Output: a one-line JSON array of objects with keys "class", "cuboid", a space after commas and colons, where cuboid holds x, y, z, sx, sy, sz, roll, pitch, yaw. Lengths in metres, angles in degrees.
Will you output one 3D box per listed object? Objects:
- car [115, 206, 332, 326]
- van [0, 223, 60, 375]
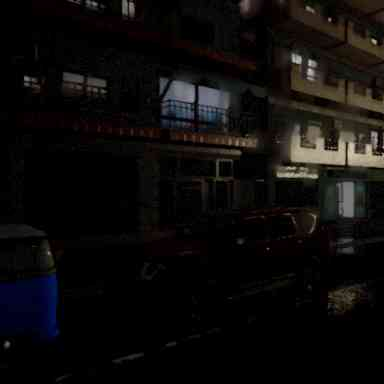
[{"class": "car", "cuboid": [0.947, 1.275, 7.184, 5.009, 1.841, 2.192, -1, 0, -35]}, {"class": "van", "cuboid": [-3.690, 1.347, 3.938, 3.998, 1.788, 1.690, -1, 0, -35]}]
